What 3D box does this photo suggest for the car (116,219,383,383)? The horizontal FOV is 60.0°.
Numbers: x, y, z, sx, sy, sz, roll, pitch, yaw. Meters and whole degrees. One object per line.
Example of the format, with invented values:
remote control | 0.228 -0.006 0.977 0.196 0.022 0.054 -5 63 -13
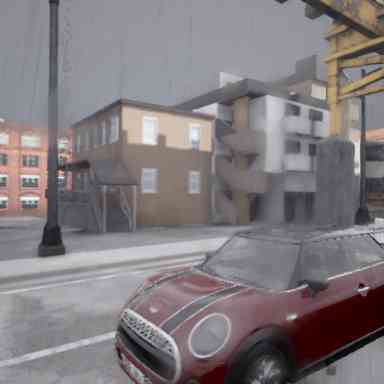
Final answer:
car | 1.237 1.348 4.874 4.553 1.767 2.097 0 0 -35
